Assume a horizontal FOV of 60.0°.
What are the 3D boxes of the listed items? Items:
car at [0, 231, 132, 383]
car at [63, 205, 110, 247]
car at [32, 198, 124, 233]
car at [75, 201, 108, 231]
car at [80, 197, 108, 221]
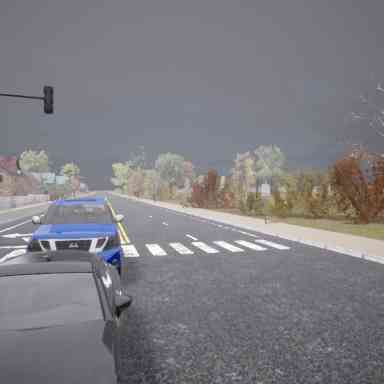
[{"bbox_3d":[-1.734,1.524,3.941,1.812,1.442,4.674,0,0,-13],"label":"car"},{"bbox_3d":[-4.985,1.498,16.115,1.837,1.490,4.892,0,0,-15],"label":"car"},{"bbox_3d":[-3.350,1.218,10.036,2.150,2.045,5.566,0,0,-15],"label":"car"},{"bbox_3d":[-6.531,1.468,21.866,1.882,1.535,5.008,0,0,-15],"label":"car"},{"bbox_3d":[-8.069,1.337,27.605,2.097,1.767,4.553,0,0,-15],"label":"car"}]
